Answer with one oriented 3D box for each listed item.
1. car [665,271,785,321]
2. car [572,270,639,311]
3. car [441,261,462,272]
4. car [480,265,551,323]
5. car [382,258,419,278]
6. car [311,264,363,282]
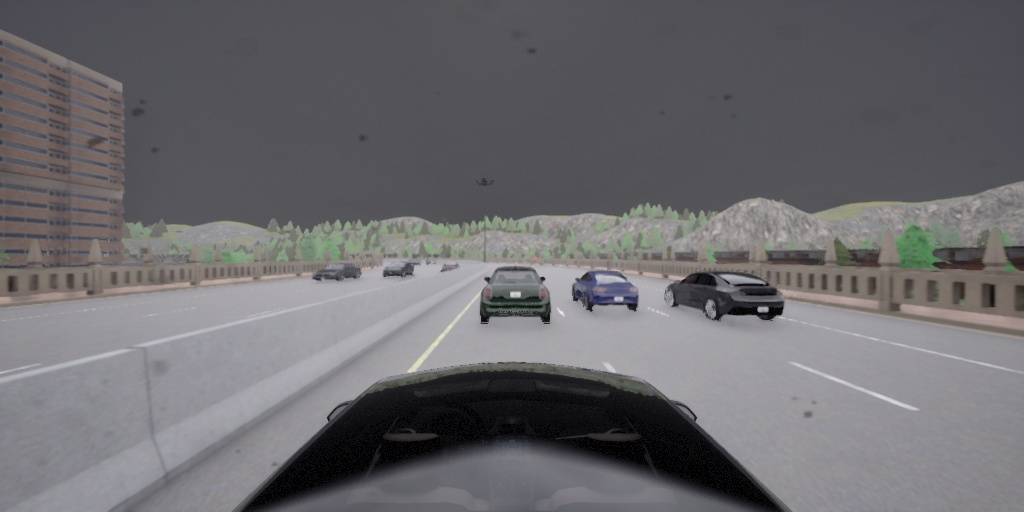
[{"bbox_3d":[7.100,1.266,12.560,1.837,1.490,4.892,0,0,0],"label":"car"},{"bbox_3d":[3.601,1.288,14.383,1.812,1.442,4.674,0,0,0],"label":"car"},{"bbox_3d":[-7.226,1.310,42.929,1.812,1.442,4.674,0,0,-2],"label":"car"},{"bbox_3d":[0.100,1.113,12.287,2.097,1.767,4.553,0,0,0],"label":"car"},{"bbox_3d":[-10.617,1.254,33.851,1.882,1.535,5.008,0,0,0],"label":"car"},{"bbox_3d":[-14.098,1.320,29.342,2.033,1.411,5.357,0,0,0],"label":"car"}]
